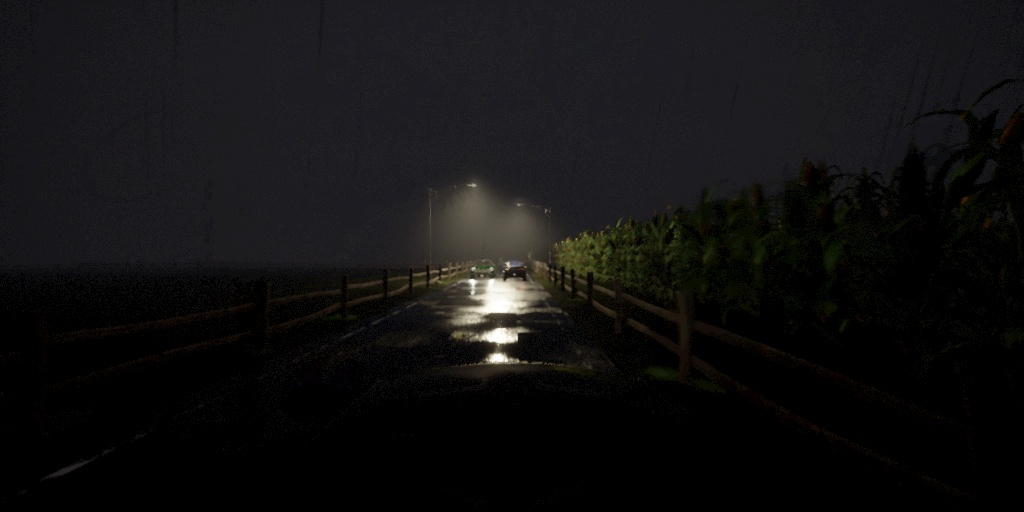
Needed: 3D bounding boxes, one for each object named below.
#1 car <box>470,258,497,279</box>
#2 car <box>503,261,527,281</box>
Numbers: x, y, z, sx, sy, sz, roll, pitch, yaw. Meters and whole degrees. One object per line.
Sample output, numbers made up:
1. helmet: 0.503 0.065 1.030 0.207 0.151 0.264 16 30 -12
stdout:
1. car: -2.550 1.105 32.934 2.097 1.767 4.553 0 0 0
2. car: 0.242 1.252 30.226 2.128 1.511 4.902 0 0 1
